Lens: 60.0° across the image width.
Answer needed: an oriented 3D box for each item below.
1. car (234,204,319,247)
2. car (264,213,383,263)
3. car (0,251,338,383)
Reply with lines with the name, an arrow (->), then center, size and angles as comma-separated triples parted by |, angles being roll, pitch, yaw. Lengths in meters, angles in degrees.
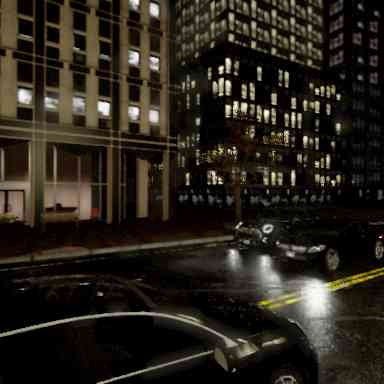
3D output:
car -> 4.015, 1.437, 14.704 | 4.553, 1.767, 2.097 | 0, 0, -36
car -> 4.795, 1.599, 11.256 | 4.674, 1.442, 1.812 | 0, 0, -36
car -> -0.914, 1.511, 2.834 | 4.892, 1.490, 1.837 | 1, -1, -36
